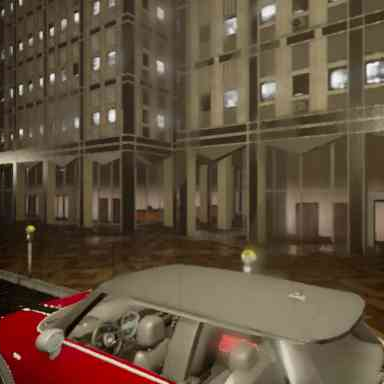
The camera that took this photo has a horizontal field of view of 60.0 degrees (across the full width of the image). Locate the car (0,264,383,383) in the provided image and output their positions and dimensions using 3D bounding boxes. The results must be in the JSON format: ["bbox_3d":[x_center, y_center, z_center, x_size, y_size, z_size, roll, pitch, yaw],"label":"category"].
[{"bbox_3d":[-0.300,1.436,3.092,4.097,1.590,1.967,0,0,35],"label":"car"}]
